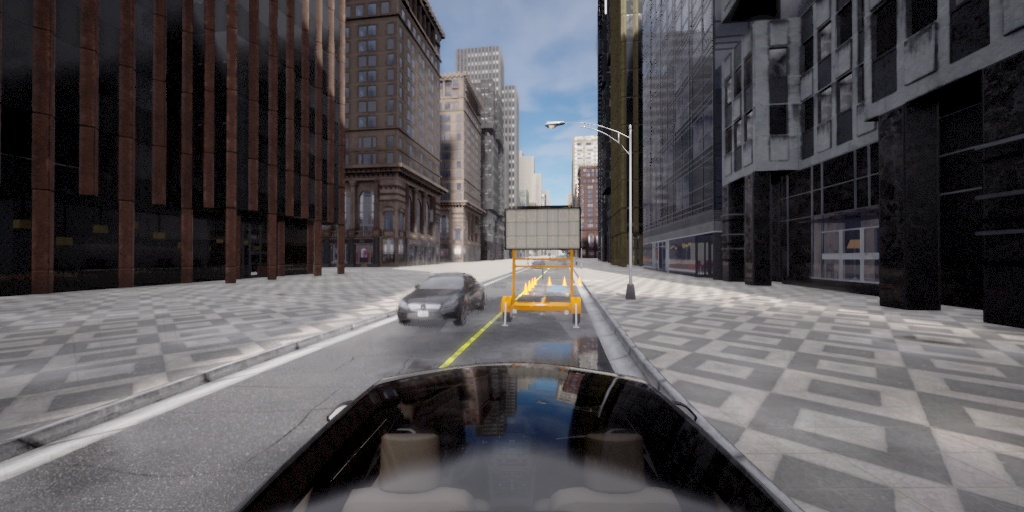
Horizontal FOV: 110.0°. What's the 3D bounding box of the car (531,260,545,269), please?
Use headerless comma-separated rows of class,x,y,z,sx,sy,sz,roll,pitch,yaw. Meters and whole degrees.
car,3.904,1.201,53.667,2.033,1.411,5.357,0,0,8

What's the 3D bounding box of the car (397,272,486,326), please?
car,-2.065,1.274,11.816,1.812,1.442,4.674,0,0,7

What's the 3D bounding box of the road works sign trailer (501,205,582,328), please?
road works sign trailer,0.985,0.210,11.449,2.380,3.560,2.880,0,0,8
